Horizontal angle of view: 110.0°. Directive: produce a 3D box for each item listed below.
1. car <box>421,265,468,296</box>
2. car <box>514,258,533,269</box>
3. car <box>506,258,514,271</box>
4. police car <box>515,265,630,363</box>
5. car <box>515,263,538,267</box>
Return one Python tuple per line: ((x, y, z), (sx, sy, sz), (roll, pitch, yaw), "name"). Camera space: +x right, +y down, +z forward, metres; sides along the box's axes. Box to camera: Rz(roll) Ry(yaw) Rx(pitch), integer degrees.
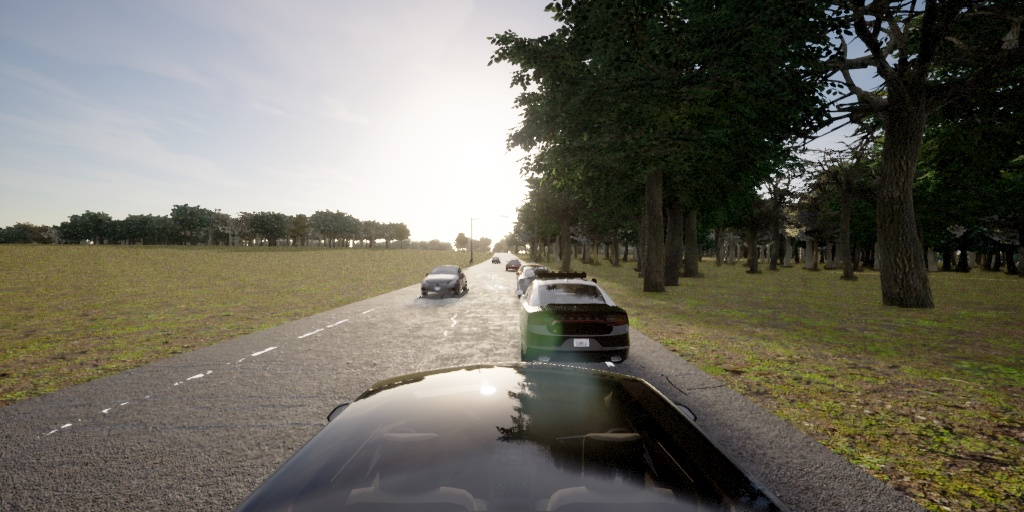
((-3.462, 1.244, 19.034), (1.812, 1.442, 4.674), (0, 0, 0), "car")
((1.216, 1.155, 24.360), (1.801, 1.575, 5.366), (0, 0, 0), "car")
((0.210, 1.150, 46.562), (1.994, 1.385, 4.181), (0, 0, 2), "car")
((1.121, 1.168, 8.271), (1.930, 1.638, 5.238), (0, 0, 0), "police car")
((1.188, 1.247, 18.167), (1.812, 1.442, 4.674), (0, 0, 0), "car")
